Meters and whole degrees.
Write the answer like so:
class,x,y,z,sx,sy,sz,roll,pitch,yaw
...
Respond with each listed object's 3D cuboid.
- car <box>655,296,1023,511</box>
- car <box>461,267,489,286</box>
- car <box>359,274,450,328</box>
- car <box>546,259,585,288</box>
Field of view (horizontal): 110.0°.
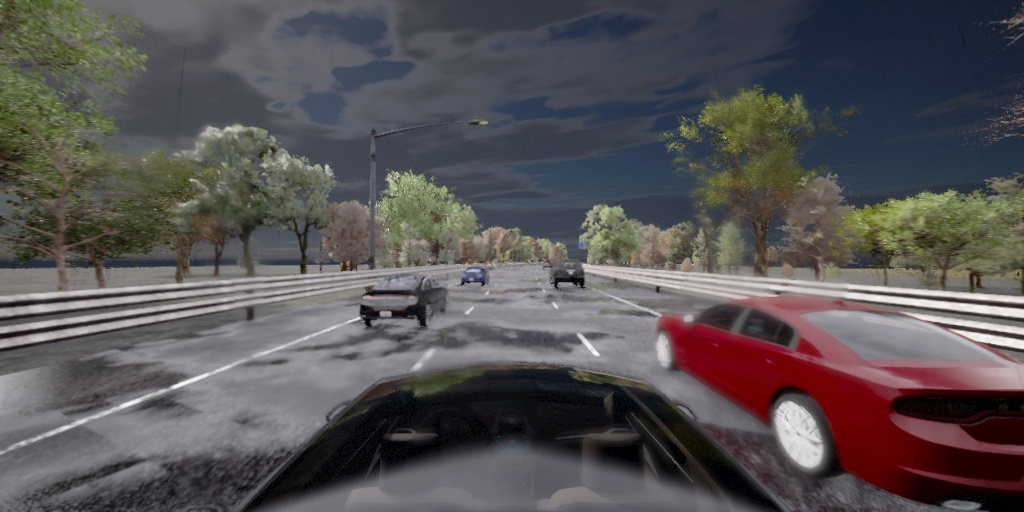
class,x,y,z,sx,sy,sz,roll,pitch,yaw
car,3.618,1.266,4.790,1.882,1.535,5.008,0,-1,0
car,-2.910,1.583,28.593,1.812,1.442,4.674,0,-1,2
car,-3.313,1.353,11.916,2.128,1.511,4.902,0,-1,1
car,4.029,1.264,26.743,2.150,2.045,5.566,0,-1,2
